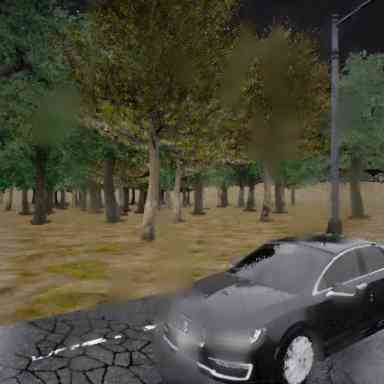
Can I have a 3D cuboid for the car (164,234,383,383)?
[{"bbox_3d":[1.880,1.506,5.328,4.892,1.490,1.837,0,0,-35],"label":"car"}]
